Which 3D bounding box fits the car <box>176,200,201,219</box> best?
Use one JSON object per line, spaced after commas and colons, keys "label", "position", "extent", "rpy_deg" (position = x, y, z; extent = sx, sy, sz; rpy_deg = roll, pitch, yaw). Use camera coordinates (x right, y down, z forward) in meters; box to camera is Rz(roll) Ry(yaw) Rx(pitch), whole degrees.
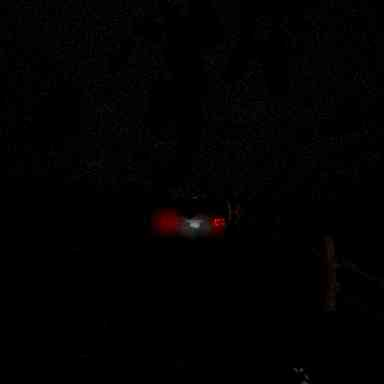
{"label": "car", "position": [-0.283, 1.363, 27.849], "extent": [1.895, 1.301, 4.718], "rpy_deg": [0, 1, 0]}

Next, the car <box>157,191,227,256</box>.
{"label": "car", "position": [-0.066, 1.107, 12.744], "extent": [2.150, 2.045, 5.566], "rpy_deg": [0, 0, -3]}

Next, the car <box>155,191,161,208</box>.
{"label": "car", "position": [-3.331, 0.869, 41.754], "extent": [2.150, 2.045, 5.566], "rpy_deg": [0, 0, 0]}
